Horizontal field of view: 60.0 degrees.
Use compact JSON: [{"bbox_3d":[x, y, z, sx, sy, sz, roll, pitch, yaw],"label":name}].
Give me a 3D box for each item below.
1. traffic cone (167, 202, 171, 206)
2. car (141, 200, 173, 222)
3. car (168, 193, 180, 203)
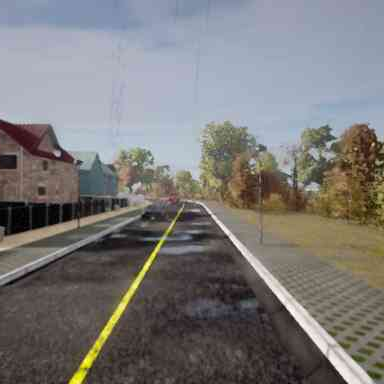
[{"bbox_3d":[-3.838,1.923,54.094,0.340,0.580,0.340,0,0,0],"label":"traffic cone"},{"bbox_3d":[-2.844,1.602,26.483,1.895,1.301,4.718,0,0,0],"label":"car"},{"bbox_3d":[-3.705,1.185,67.343,2.150,2.045,5.566,0,1,-9],"label":"car"}]
